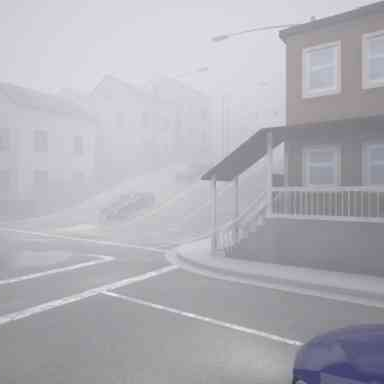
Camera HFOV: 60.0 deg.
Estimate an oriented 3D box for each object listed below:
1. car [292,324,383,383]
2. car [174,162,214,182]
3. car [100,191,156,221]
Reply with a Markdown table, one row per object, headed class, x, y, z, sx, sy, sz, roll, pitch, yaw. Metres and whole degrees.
| class | x | y | z | sx | sy | sz | roll | pitch | yaw |
| --- | --- | --- | --- | --- | --- | --- | --- | --- | --- |
| car | 2.931 | 1.526 | 1.873 | 4.674 | 1.442 | 1.812 | 0 | 0 | 36 |
| car | 0.175 | -2.044 | 32.367 | 1.895 | 1.301 | 4.718 | 0 | 18 | 35 |
| car | -4.812 | 0.900 | 25.072 | 2.128 | 1.511 | 4.902 | 0 | 15 | 35 |
